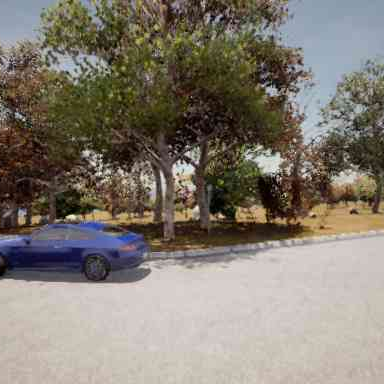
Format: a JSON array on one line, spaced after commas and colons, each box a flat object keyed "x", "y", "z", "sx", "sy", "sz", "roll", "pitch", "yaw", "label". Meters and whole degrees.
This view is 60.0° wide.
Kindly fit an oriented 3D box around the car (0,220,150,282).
[{"x": -3.523, "y": 1.545, "z": 9.384, "sx": 4.674, "sy": 1.442, "sz": 1.812, "roll": 0, "pitch": 1, "yaw": 10, "label": "car"}]
